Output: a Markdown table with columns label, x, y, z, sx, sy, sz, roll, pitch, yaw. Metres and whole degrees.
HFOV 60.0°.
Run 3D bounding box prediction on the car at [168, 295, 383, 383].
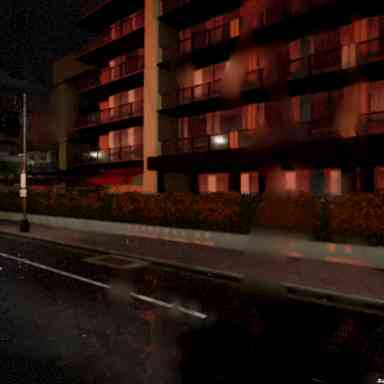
| label | x | y | z | sx | sy | sz | roll | pitch | yaw |
| --- | --- | --- | --- | --- | --- | --- | --- | --- | --- |
| car | 2.098 | 1.619 | 2.710 | 4.718 | 1.301 | 1.895 | 0 | 0 | 36 |
